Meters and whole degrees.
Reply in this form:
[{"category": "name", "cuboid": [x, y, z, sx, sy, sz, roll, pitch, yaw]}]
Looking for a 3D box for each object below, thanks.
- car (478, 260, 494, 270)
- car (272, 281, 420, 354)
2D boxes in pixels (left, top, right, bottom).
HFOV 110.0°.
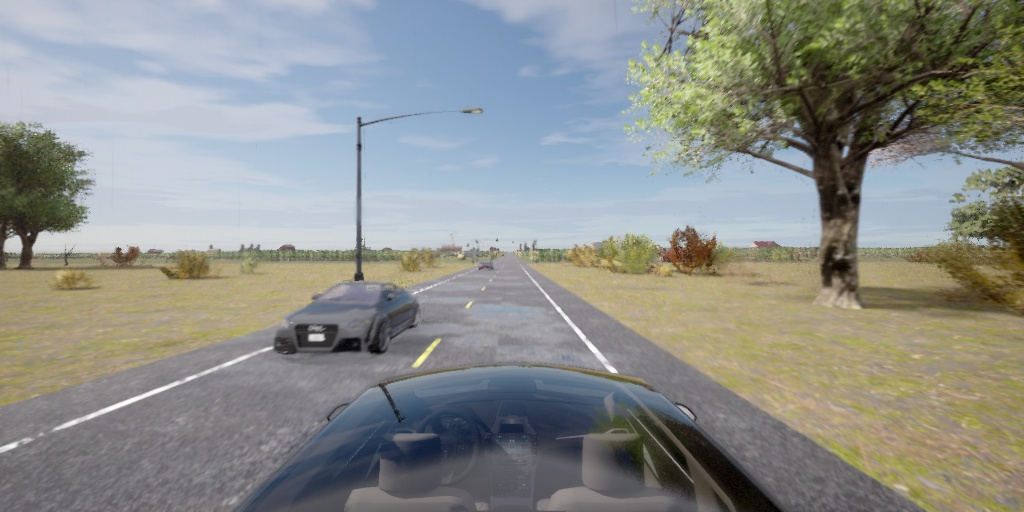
[{"category": "car", "cuboid": [-3.575, 1.282, 50.032, 1.994, 1.385, 4.181, 0, 0, 0]}, {"category": "car", "cuboid": [-3.600, 1.314, 8.590, 1.994, 1.385, 4.181, 0, 0, 0]}]
